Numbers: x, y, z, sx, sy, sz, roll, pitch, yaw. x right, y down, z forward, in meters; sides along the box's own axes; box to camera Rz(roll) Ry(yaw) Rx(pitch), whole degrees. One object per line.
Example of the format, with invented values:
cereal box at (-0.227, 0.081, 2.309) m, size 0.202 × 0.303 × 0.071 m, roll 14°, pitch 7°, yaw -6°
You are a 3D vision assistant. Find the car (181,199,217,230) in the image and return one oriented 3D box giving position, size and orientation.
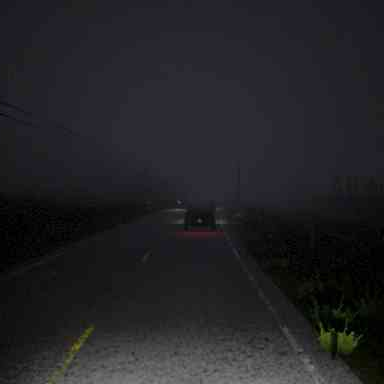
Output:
car at (0.561, 1.504, 21.650) m, size 1.882 × 1.535 × 5.008 m, roll 0°, pitch 0°, yaw 3°

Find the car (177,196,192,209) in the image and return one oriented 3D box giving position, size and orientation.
car at (-0.824, 1.401, 46.594) m, size 2.097 × 1.767 × 4.553 m, roll 0°, pitch 0°, yaw 5°

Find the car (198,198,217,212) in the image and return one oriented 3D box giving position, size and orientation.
car at (1.921, 1.543, 39.864) m, size 2.128 × 1.511 × 4.902 m, roll 0°, pitch 0°, yaw 5°
